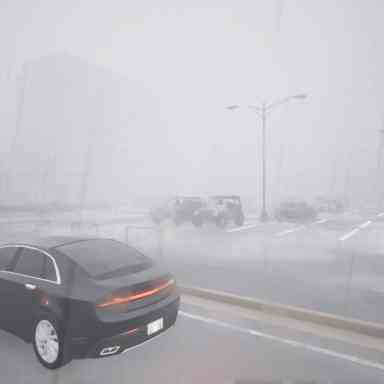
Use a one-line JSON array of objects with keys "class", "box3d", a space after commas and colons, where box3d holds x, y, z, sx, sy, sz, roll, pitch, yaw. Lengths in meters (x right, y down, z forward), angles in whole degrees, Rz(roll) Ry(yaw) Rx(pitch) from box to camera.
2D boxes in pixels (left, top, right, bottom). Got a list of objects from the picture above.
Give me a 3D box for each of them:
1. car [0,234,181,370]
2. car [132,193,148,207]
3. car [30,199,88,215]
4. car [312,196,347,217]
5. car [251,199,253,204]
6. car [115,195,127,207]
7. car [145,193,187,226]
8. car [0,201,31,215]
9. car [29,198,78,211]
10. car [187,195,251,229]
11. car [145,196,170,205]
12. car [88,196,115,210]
[{"class": "car", "box3d": [-2.448, 1.504, 5.747, 4.892, 1.490, 1.837, 0, 0, 36]}, {"class": "car", "box3d": [-6.600, 1.220, 50.875, 2.150, 2.045, 5.566, 0, 0, 34]}, {"class": "car", "box3d": [-13.504, 1.600, 34.022, 1.895, 1.301, 4.718, 0, 0, 34]}, {"class": "car", "box3d": [13.761, 1.395, 33.160, 1.970, 1.475, 3.806, 0, 0, 34]}, {"class": "car", "box3d": [9.855, 1.504, 62.469, 1.837, 1.490, 4.892, 0, 0, 34]}, {"class": "car", "box3d": [-11.823, 1.352, 49.425, 2.097, 1.767, 4.553, 0, 0, 34]}, {"class": "car", "box3d": [-0.650, 1.153, 21.896, 1.932, 1.855, 4.605, 0, 0, 34]}, {"class": "car", "box3d": [-17.489, 1.600, 34.753, 1.895, 1.301, 4.718, 0, 0, 34]}, {"class": "car", "box3d": [-17.161, 1.546, 41.507, 2.033, 1.411, 5.357, 0, 0, 34]}, {"class": "car", "box3d": [1.714, 1.156, 20.226, 1.905, 1.878, 3.866, 0, 0, 34]}, {"class": "car", "box3d": [-5.999, 1.524, 58.001, 1.812, 1.442, 4.674, 0, 0, 35]}, {"class": "car", "box3d": [-12.487, 1.525, 42.164, 1.812, 1.442, 4.674, 0, 0, 34]}]
